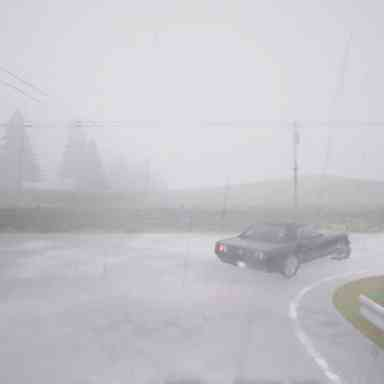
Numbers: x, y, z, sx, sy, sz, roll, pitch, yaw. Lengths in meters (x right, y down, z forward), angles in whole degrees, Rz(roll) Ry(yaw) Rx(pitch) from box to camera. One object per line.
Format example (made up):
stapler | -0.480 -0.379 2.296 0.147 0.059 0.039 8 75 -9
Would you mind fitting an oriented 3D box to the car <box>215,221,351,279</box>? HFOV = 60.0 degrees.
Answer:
car | 2.967 1.543 10.092 4.718 1.301 1.895 -1 2 -42
